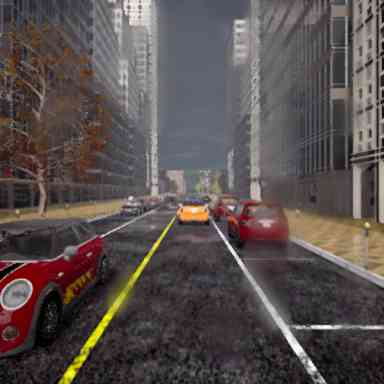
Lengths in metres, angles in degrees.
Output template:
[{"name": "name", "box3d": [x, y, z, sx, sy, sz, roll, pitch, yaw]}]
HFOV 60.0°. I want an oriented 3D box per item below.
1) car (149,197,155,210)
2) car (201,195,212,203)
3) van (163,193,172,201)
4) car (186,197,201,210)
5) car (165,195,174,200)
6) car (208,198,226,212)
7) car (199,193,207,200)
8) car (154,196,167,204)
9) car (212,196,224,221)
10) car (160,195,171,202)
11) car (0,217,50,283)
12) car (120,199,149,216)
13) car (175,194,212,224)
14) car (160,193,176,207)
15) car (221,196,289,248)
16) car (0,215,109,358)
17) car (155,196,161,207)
[{"name": "car", "box3d": [-5.647, 1.456, 37.222, 1.947, 1.339, 4.313, 0, 0, 0]}, {"name": "car", "box3d": [2.764, 1.356, 65.661, 1.947, 1.339, 4.313, 0, 0, 0]}, {"name": "van", "box3d": [-5.603, 1.089, 77.066, 1.690, 1.788, 3.998, 0, 0, 0]}, {"name": "car", "box3d": [0.147, 1.401, 41.802, 1.812, 1.442, 4.674, 0, 0, 0]}, {"name": "car", "box3d": [-5.598, 1.308, 82.759, 1.802, 1.307, 4.206, 0, 0, 0]}, {"name": "car", "box3d": [2.734, 1.415, 37.369, 1.752, 1.417, 4.829, 0, 0, 0]}, {"name": "car", "box3d": [2.789, 1.144, 88.427, 1.967, 1.590, 4.097, 0, 0, 0]}, {"name": "car", "box3d": [-5.623, 1.362, 59.990, 2.008, 1.369, 4.403, 0, 0, 0]}, {"name": "car", "box3d": [2.722, 1.241, 25.815, 2.192, 1.841, 5.009, 0, 0, 0]}, {"name": "car", "box3d": [-5.611, 1.314, 71.374, 1.887, 1.381, 4.507, 0, 0, 0]}, {"name": "car", "box3d": [-5.678, 1.527, 8.760, 2.008, 1.369, 4.403, 0, 0, 0]}, {"name": "car", "box3d": [-5.653, 1.460, 31.529, 2.008, 1.369, 4.403, 0, 0, 0]}, {"name": "car", "box3d": [0.126, 1.283, 24.118, 2.097, 1.767, 4.553, 0, 0, 0]}, {"name": "car", "box3d": [-3.034, 1.358, 47.611, 1.837, 1.490, 4.892, 0, 1, 0]}, {"name": "car", "box3d": [2.710, 1.275, 14.431, 2.192, 1.841, 5.009, 0, 0, 0]}, {"name": "car", "box3d": [-3.092, 1.335, 6.254, 2.097, 1.767, 4.553, 0, 0, 0]}, {"name": "car", "box3d": [-5.635, 1.434, 48.604, 1.802, 1.307, 4.206, 0, 0, 0]}]
